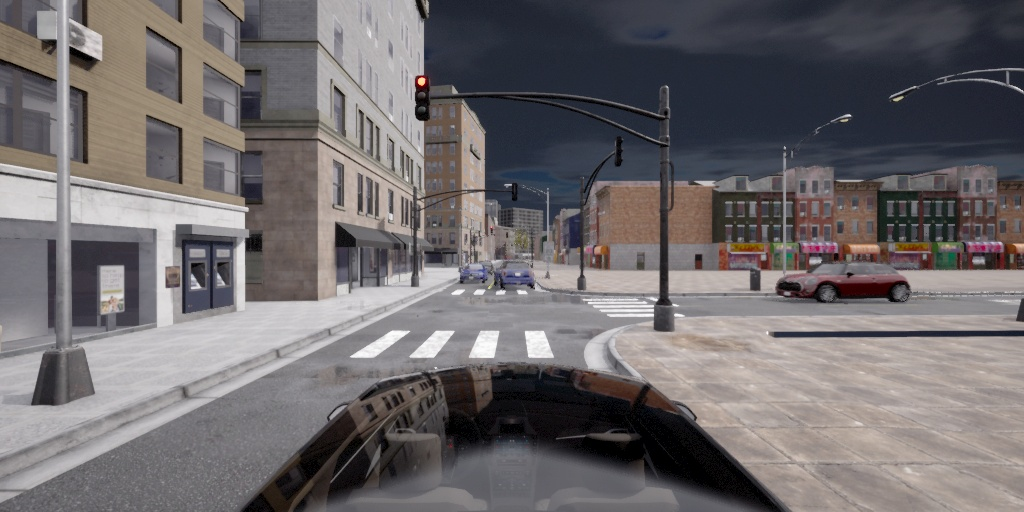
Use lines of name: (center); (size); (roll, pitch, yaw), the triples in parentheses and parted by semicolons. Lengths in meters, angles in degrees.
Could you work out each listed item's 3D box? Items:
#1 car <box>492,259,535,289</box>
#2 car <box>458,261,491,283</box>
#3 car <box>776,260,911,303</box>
car: (0.087, 1.105, 23.190); (2.097, 1.767, 4.553); (0, 0, -7)
car: (-2.872, 1.279, 27.775); (1.812, 1.442, 4.674); (0, 0, 0)
car: (14.219, 1.041, 15.599); (4.553, 1.767, 2.097); (0, 0, 0)
